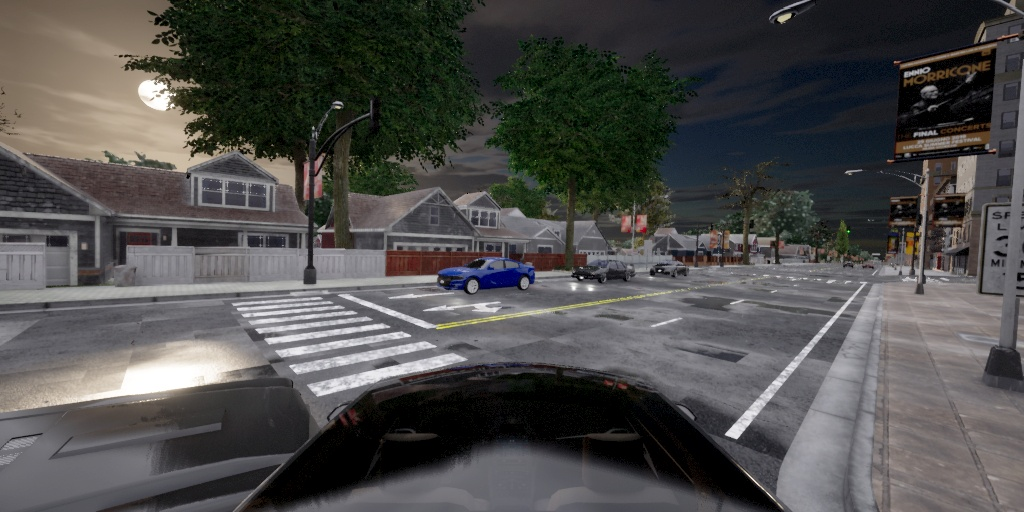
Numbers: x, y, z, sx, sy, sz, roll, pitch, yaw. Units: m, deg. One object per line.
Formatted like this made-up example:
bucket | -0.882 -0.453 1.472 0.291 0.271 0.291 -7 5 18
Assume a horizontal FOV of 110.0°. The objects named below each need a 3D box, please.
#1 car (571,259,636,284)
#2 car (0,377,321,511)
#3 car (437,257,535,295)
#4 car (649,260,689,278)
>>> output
car | 6.124 0.936 23.403 5.357 1.411 2.033 0 2 -44
car | -3.315 1.284 1.331 4.718 1.301 1.895 1 2 -34
car | -1.066 0.802 16.509 5.008 1.535 1.882 0 2 -44
car | 13.345 1.020 30.300 4.181 1.385 1.994 1 2 -44
